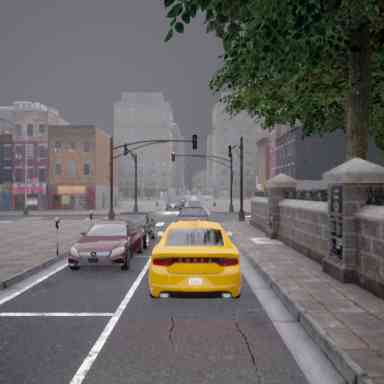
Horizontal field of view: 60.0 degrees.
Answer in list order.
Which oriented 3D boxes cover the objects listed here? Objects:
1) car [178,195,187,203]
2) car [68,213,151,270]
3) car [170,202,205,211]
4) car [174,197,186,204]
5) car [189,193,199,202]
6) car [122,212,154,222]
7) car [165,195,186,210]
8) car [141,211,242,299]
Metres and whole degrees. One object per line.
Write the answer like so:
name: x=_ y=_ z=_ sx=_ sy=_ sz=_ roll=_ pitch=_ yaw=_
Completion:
car: x=-2.100 y=1.460 z=71.788 sx=1.837 sy=1.490 sz=4.892 roll=0 pitch=0 yaw=0
car: x=-2.620 y=1.578 z=10.930 sx=1.802 sy=1.307 sz=4.206 roll=0 pitch=0 yaw=0
car: x=0.035 y=1.540 z=19.013 sx=2.033 sy=1.411 sz=5.357 roll=0 pitch=0 yaw=0
car: x=-2.173 y=1.568 z=61.587 sx=1.895 sy=1.301 sz=4.718 roll=0 pitch=0 yaw=0
car: x=0.397 y=1.490 z=66.801 sx=1.812 sy=1.442 sz=4.674 roll=0 pitch=0 yaw=0
car: x=-2.614 y=1.560 z=14.593 sx=1.947 sy=1.339 sz=4.313 roll=0 pitch=0 yaw=0
car: x=-2.221 y=1.470 z=41.591 sx=2.128 sy=1.511 sz=4.902 roll=0 pitch=0 yaw=0
car: x=0.080 y=1.474 z=8.523 sx=1.882 sy=1.535 sz=5.008 roll=0 pitch=0 yaw=0
